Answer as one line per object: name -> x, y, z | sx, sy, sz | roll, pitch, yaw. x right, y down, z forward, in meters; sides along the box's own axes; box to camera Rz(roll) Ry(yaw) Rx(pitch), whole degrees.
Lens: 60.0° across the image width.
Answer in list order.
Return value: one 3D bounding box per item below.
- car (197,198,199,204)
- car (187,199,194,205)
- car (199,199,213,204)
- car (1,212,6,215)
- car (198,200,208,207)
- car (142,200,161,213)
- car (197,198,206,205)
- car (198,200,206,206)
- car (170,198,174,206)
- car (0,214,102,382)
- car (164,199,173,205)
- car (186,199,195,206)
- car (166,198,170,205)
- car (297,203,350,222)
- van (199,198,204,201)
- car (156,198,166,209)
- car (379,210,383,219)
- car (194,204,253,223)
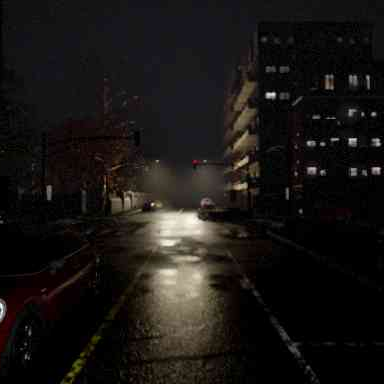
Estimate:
car -> 2.428, 2.309, 68.565 | 1.967, 1.590, 4.097 | 0, -1, 0
car -> -0.328, 2.476, 85.167 | 1.837, 1.490, 4.892 | 0, -1, 0
car -> 2.494, 2.189, 51.674 | 1.887, 1.381, 4.507 | 0, -1, 0
car -> -18.404, 1.580, 27.534 | 5.357, 1.411, 2.033 | 1, -1, -1
car -> 2.406, 2.497, 74.193 | 2.008, 1.369, 4.403 | 0, -1, 0
car -> -5.864, 2.138, 46.011 | 1.947, 1.339, 4.313 | 0, -1, 0
car -> 2.363, 2.417, 85.455 | 2.192, 1.841, 5.009 | 0, -1, 0
car -> 2.384, 2.568, 79.822 | 1.887, 1.381, 4.507 | 0, -1, 0
car -> -5.996, 2.465, 79.792 | 1.967, 1.590, 4.097 | 0, -1, 0
car -> -3.097, 1.421, 5.644 | 2.097, 1.767, 4.553 | 0, -1, 0
car -> -6.018, 2.543, 85.421 | 1.967, 1.590, 4.097 | 0, -1, 0
car -> -0.289, 2.493, 74.747 | 2.033, 1.411, 5.357 | 0, -1, 0
car -> -5.930, 2.109, 62.904 | 2.192, 1.841, 5.009 | 0, -1, 0
car -> 13.338, 2.010, 33.765 | 5.009, 1.841, 2.192 | 1, -2, -1
van -> 2.473, 2.059, 57.307 | 1.690, 1.788, 3.998 | 0, -1, 0
car -> -5.907, 2.242, 57.102 | 1.752, 1.417, 4.829 | 0, -1, 0
car -> 20.705, 2.010, 31.257 | 5.566, 2.045, 2.150 | 1, -1, -1
car -> 2.842, 1.960, 29.034 | 4.718, 1.301, 1.895 | 0, 0, -26
